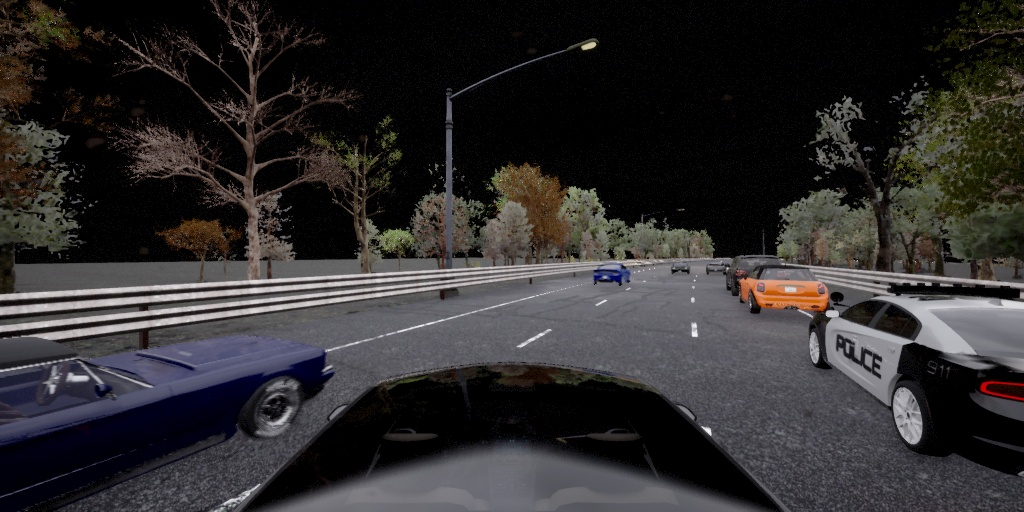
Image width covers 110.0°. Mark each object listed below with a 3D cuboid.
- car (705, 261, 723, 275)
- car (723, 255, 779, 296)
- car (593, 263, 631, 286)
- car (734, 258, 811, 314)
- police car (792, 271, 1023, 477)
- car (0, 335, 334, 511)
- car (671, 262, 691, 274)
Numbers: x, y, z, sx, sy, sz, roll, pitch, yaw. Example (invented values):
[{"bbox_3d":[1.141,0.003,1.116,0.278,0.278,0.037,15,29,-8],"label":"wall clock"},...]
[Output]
[{"bbox_3d":[22.372,1.262,39.341,2.128,1.511,4.902,0,0,29],"label":"car"},{"bbox_3d":[12.609,0.978,18.758,2.150,2.045,5.566,0,0,27],"label":"car"},{"bbox_3d":[7.235,1.233,25.643,1.882,1.535,5.008,0,0,27],"label":"car"},{"bbox_3d":[9.906,1.102,13.419,2.097,1.767,4.553,0,0,27],"label":"car"},{"bbox_3d":[5.599,1.175,4.688,1.930,1.638,5.238,0,0,26],"label":"police car"},{"bbox_3d":[-4.052,1.351,2.957,1.895,1.301,4.718,0,0,25],"label":"car"},{"bbox_3d":[19.259,1.370,40.818,1.895,1.301,4.718,0,0,28],"label":"car"}]
